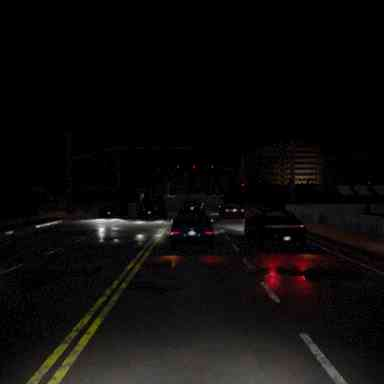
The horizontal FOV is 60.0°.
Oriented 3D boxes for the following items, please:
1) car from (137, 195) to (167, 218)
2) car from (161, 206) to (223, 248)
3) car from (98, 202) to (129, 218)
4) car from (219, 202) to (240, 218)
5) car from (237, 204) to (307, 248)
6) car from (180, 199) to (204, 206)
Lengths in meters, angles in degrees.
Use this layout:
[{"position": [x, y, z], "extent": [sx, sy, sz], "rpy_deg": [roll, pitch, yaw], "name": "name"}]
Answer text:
[{"position": [-3.500, 1.325, 29.990], "extent": [2.150, 2.045, 5.566], "rpy_deg": [0, 0, 0], "name": "car"}, {"position": [0.000, 1.561, 14.650], "extent": [2.033, 1.411, 5.357], "rpy_deg": [0, 0, 0], "name": "car"}, {"position": [-7.000, 1.598, 30.020], "extent": [1.994, 1.385, 4.181], "rpy_deg": [0, 0, 0], "name": "car"}, {"position": [3.500, 1.562, 29.650], "extent": [2.033, 1.411, 5.357], "rpy_deg": [0, 0, 0], "name": "car"}, {"position": [3.500, 1.493, 14.650], "extent": [2.128, 1.511, 4.902], "rpy_deg": [0, 0, 0], "name": "car"}, {"position": [0.000, 1.364, 29.620], "extent": [2.097, 1.767, 4.553], "rpy_deg": [0, 0, 0], "name": "car"}]
